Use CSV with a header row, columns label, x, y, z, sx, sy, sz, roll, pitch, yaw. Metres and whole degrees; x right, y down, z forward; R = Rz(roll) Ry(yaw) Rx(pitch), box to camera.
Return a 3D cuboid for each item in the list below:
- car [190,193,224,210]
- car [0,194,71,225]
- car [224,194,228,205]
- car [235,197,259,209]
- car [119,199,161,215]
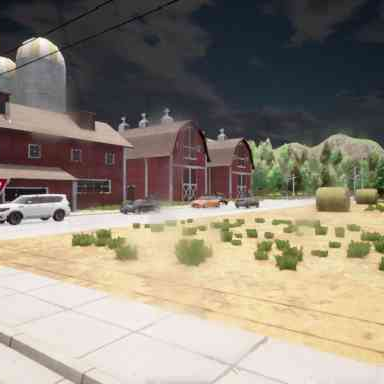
label,x,y,z,sx,sy,sz,roll,pitch,yaw
car,1.729,1.325,43.340,2.097,1.767,4.553,0,0,35
car,-11.615,1.195,24.206,2.150,2.045,5.566,0,0,35
car,4.744,1.118,54.883,1.905,1.878,3.866,6,1,-8
car,7.599,1.465,45.379,2.128,1.511,4.902,0,0,35
car,-5.136,1.479,33.517,1.837,1.490,4.892,0,0,35
